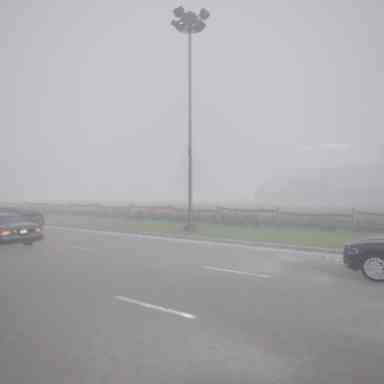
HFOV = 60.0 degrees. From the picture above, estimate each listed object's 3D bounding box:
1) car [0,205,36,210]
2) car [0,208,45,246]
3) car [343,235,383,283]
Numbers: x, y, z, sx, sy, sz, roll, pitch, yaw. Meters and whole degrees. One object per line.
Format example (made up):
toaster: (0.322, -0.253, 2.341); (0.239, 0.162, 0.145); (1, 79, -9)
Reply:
car: (-11.020, 1.581, 20.451); (4.892, 1.490, 1.837); (0, 0, 35)
car: (-8.610, 1.603, 14.433); (5.357, 1.411, 2.033); (0, 0, 35)
car: (6.388, 1.475, 8.034); (5.008, 1.535, 1.882); (0, 0, 35)
